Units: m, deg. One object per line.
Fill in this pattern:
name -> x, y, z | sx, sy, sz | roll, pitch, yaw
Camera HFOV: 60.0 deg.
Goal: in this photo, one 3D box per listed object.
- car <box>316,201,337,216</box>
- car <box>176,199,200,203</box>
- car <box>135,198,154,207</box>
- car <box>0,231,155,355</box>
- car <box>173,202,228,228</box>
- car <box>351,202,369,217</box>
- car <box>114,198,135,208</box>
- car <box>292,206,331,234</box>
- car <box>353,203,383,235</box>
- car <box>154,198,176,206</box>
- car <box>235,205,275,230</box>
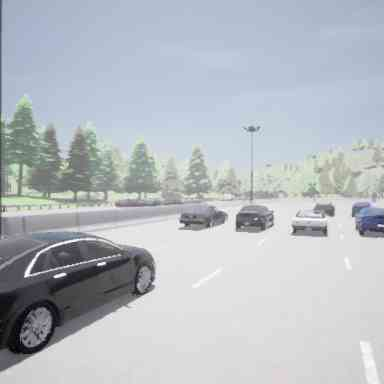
car -> 14.091, 1.728, 35.166 | 2.128, 1.511, 4.902 | 0, 0, 26
car -> 0.021, 1.733, 46.479 | 1.994, 1.385, 4.181 | 0, 0, 28
car -> -5.793, 1.686, 50.469 | 2.033, 1.411, 5.357 | 0, 0, 28
car -> -2.448, 1.508, 6.266 | 1.837, 1.490, 4.892 | 0, 0, 23
car -> 0.923, 1.638, 23.186 | 2.033, 1.411, 5.357 | 0, 0, 23
car -> 17.578, 1.737, 34.307 | 1.882, 1.535, 5.008 | 0, 0, 27
car -> -9.819, 1.672, 50.322 | 1.994, 1.385, 4.181 | 0, 0, 28
car -> 7.261, 1.729, 20.203 | 1.895, 1.301, 4.718 | 0, 0, 23
car -> 10.830, 1.631, 19.644 | 1.882, 1.535, 5.008 | 0, 0, 23
car -> -3.056, 1.659, 48.152 | 1.837, 1.490, 4.892 | 0, -1, 28
car -> 4.237, 1.618, 22.031 | 1.837, 1.490, 4.892 | 0, 0, 23
